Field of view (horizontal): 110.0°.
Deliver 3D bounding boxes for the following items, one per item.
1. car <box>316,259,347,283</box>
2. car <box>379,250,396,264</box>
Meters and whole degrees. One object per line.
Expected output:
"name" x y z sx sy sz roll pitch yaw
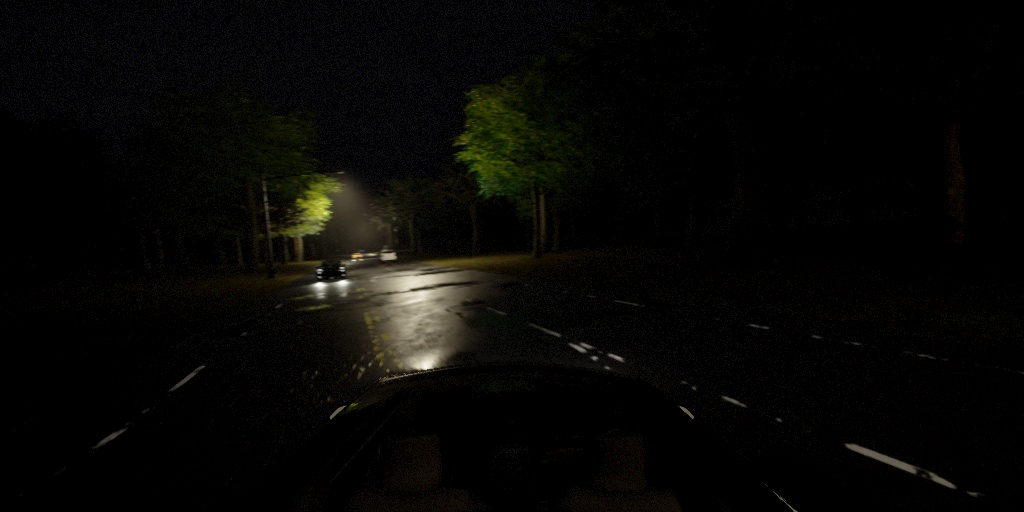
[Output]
"car" -14.868 1.093 29.620 2.097 1.767 4.553 -5 3 -25
"car" -20.074 0.068 57.615 2.150 2.045 5.566 -5 3 -25
